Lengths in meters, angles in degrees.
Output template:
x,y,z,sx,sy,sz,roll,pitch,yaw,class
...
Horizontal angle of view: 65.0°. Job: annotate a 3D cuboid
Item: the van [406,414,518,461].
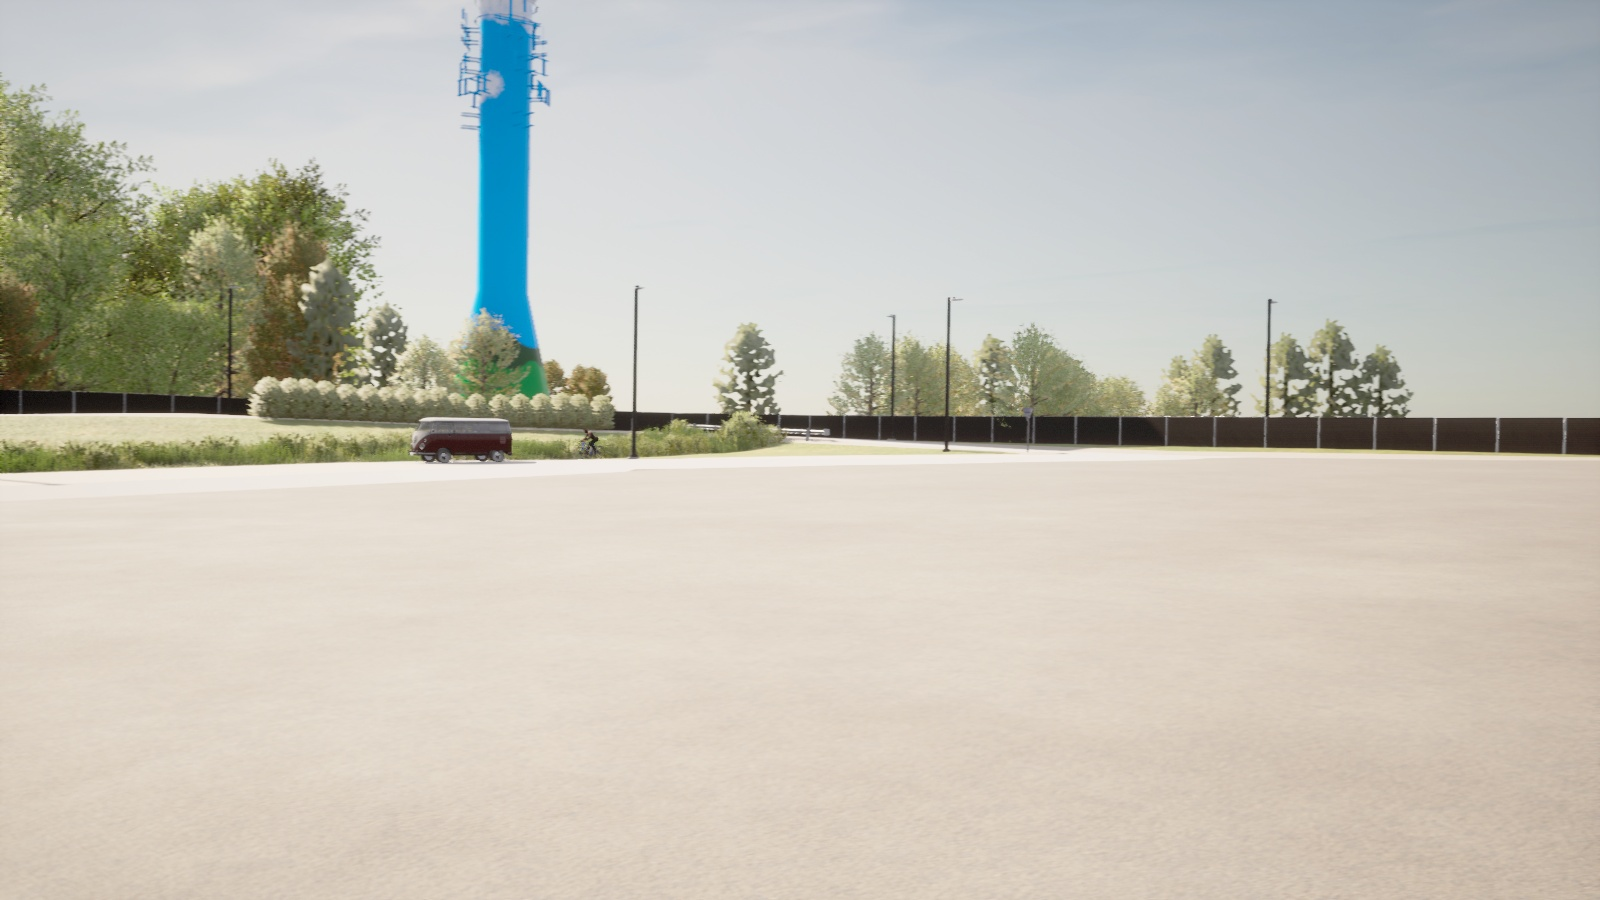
x,y,z,sx,sy,sz,roll,pitch,yaw,class
-14.907,-0.547,55.480,4.442,1.987,1.775,0,2,-42,van
